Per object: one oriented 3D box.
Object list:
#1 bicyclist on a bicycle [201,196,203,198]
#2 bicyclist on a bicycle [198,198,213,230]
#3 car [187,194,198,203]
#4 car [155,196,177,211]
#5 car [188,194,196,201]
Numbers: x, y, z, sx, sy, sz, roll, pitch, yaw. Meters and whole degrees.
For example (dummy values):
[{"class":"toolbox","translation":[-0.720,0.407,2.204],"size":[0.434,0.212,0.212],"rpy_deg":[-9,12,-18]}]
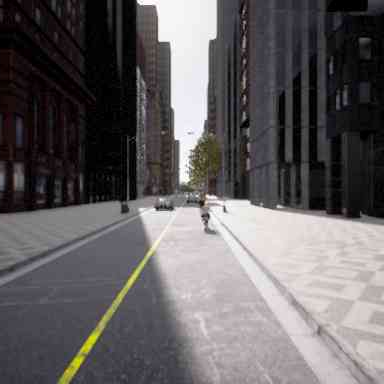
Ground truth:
[{"class":"bicyclist on a bicycle","translation":[0.829,1.239,27.689],"size":[0.659,1.776,1.843],"rpy_deg":[0,0,0]},{"class":"bicyclist on a bicycle","translation":[0.820,1.336,19.129],"size":[0.866,1.612,1.509],"rpy_deg":[0,0,0]},{"class":"car","translation":[0.072,1.384,62.763],"size":[1.994,1.385,4.181],"rpy_deg":[0,0,0]},{"class":"car","translation":[-3.081,1.408,37.957],"size":[1.994,1.385,4.181],"rpy_deg":[0,0,0]},{"class":"car","translation":[0.006,1.323,78.994],"size":[1.837,1.490,4.892],"rpy_deg":[0,0,0]}]
